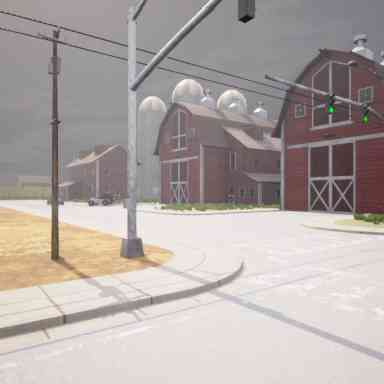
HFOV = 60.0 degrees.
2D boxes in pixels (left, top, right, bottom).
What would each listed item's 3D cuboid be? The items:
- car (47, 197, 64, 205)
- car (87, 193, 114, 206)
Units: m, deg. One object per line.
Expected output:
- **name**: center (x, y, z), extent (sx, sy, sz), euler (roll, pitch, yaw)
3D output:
- **car**: center (-23.266, 1.537, 56.583), extent (1.994, 1.385, 4.181), euler (0, 0, -36)
- **car**: center (-13.797, 1.118, 50.595), extent (3.866, 1.878, 1.905), euler (-2, 5, 11)
